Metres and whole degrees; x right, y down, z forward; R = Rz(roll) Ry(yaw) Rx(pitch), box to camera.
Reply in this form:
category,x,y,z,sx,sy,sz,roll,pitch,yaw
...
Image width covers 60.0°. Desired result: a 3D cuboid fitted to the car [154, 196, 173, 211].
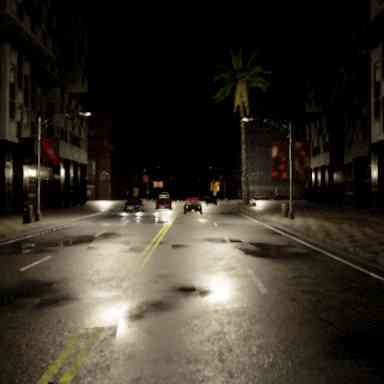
category,x,y,z,sx,sy,sz,roll,pitch,yaw
car,-3.340,1.496,39.982,1.812,1.442,4.674,0,0,0

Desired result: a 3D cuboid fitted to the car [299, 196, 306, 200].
category,x,y,z,sx,sy,sz,roll,pitch,yaw
car,29.840,1.645,86.079,4.313,1.339,1.947,0,-1,-1

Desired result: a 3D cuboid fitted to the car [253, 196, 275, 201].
category,x,y,z,sx,sy,sz,roll,pitch,yaw
car,18.564,1.696,85.904,4.206,1.307,1.802,0,-1,-1

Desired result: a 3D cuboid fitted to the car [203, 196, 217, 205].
category,x,y,z,sx,sy,sz,roll,pitch,yaw
car,3.349,1.523,59.035,1.837,1.490,4.892,0,-1,0

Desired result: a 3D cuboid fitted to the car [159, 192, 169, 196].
category,x,y,z,sx,sy,sz,roll,pitch,yaw
car,-6.501,1.035,78.602,2.150,2.045,5.566,0,0,0

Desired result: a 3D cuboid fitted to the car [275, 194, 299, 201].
category,x,y,z,sx,sy,sz,roll,pitch,yaw
car,24.202,1.410,85.995,5.009,1.841,2.192,0,-1,-1

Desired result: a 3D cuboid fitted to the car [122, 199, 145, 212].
category,x,y,z,sx,sy,sz,roll,pitch,yaw
car,-6.592,1.494,37.816,1.812,1.442,4.674,0,0,0

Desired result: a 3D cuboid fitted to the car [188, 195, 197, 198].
category,x,y,z,sx,sy,sz,roll,pitch,yaw
car,0.099,1.368,57.645,2.097,1.767,4.553,0,0,0

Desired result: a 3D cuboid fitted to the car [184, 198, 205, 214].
category,x,y,z,sx,sy,sz,roll,pitch,yaw
car,0.099,1.567,35.502,1.895,1.301,4.718,0,0,0
